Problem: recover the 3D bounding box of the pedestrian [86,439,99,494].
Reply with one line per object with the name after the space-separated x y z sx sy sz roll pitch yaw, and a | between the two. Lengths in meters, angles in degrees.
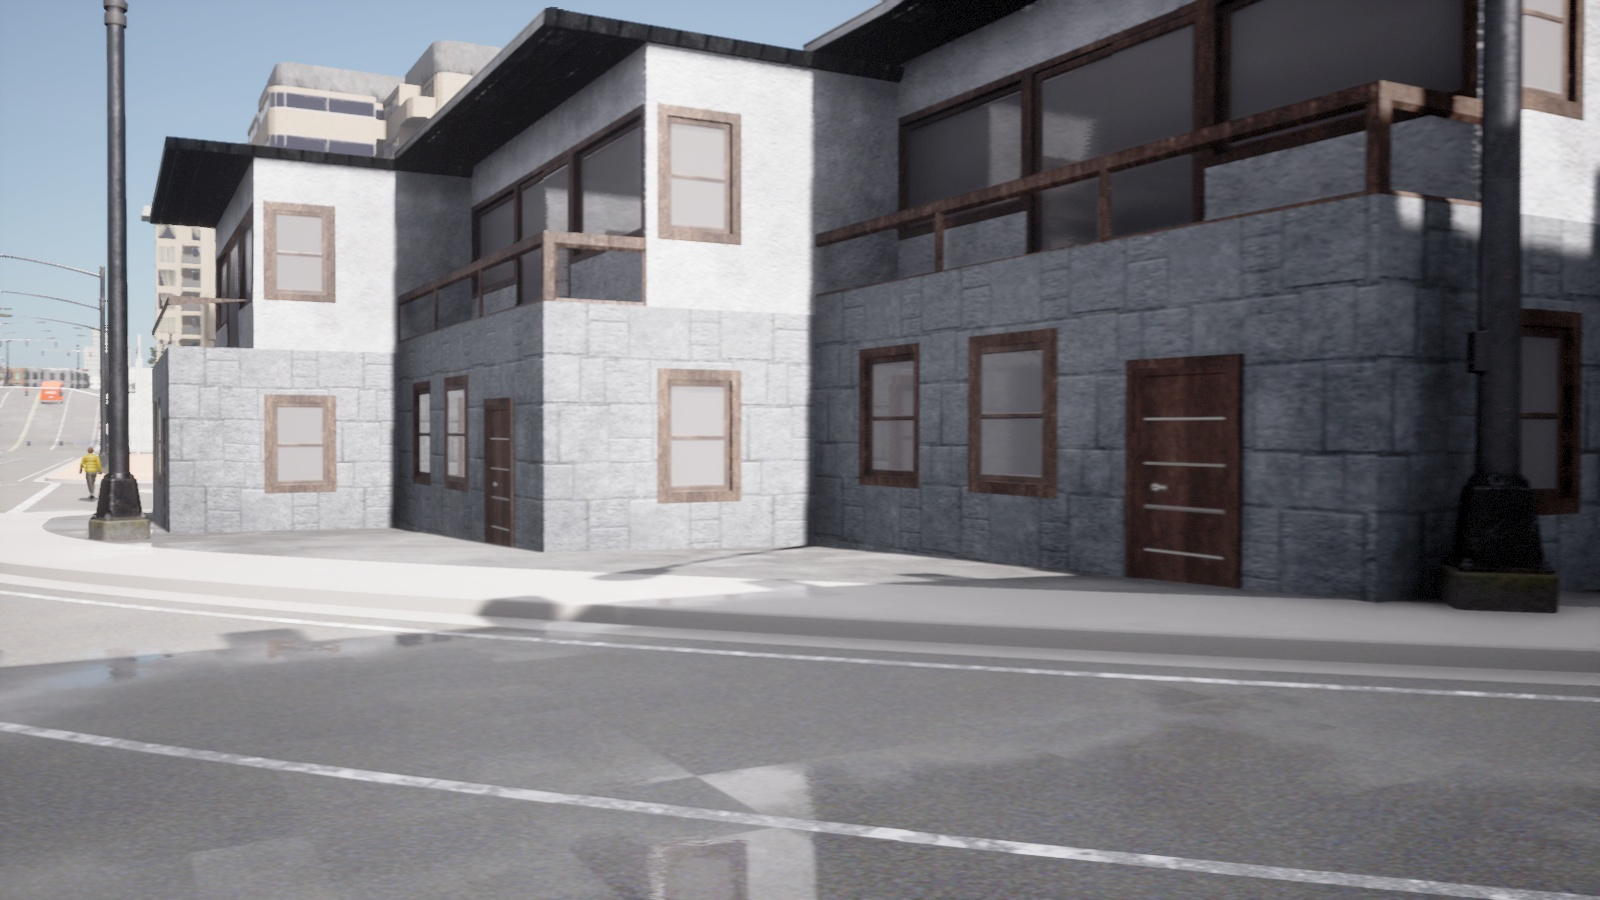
-24.062 0.556 42.705 0.370 1.835 0.726 0 1 -32 | pedestrian
